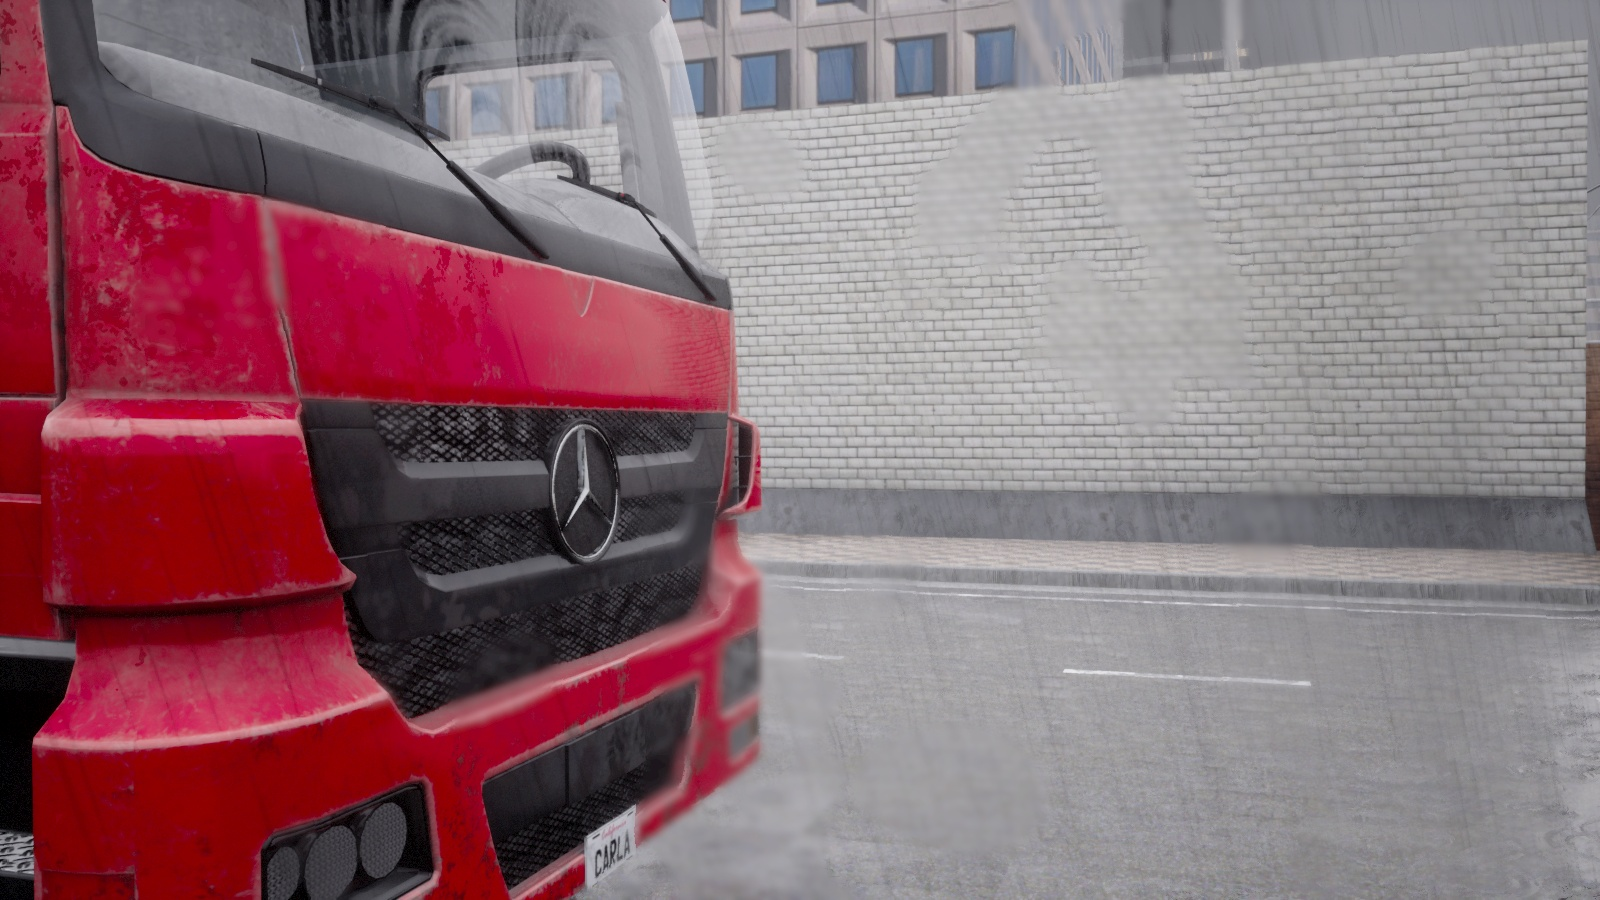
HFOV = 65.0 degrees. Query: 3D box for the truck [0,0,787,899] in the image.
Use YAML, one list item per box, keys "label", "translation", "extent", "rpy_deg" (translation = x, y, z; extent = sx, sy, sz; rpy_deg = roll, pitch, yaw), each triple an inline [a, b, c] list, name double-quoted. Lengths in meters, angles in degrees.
- label: "truck"
  translation: [-4.275, -0.245, 4.614]
  extent: [7.936, 3.462, 2.891]
  rpy_deg: [1, 1, 19]
